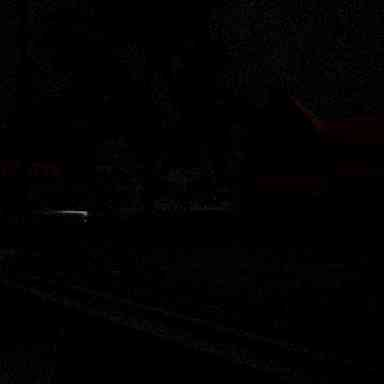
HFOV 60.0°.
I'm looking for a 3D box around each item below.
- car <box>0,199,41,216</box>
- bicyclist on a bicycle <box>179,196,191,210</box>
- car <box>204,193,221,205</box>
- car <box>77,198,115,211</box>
[{"bbox_3d":[-17.363,1.505,32.522,1.837,1.490,4.892,0,0,34],"label":"car"},{"bbox_3d":[-0.832,1.224,38.252,1.656,1.620,0.582,0,0,34],"label":"bicyclist on a bicycle"},{"bbox_3d":[3.645,1.221,58.520,2.150,2.045,5.566,0,0,14],"label":"car"},{"bbox_3d":[-11.711,1.505,40.855,1.837,1.490,4.892,0,0,34],"label":"car"}]
